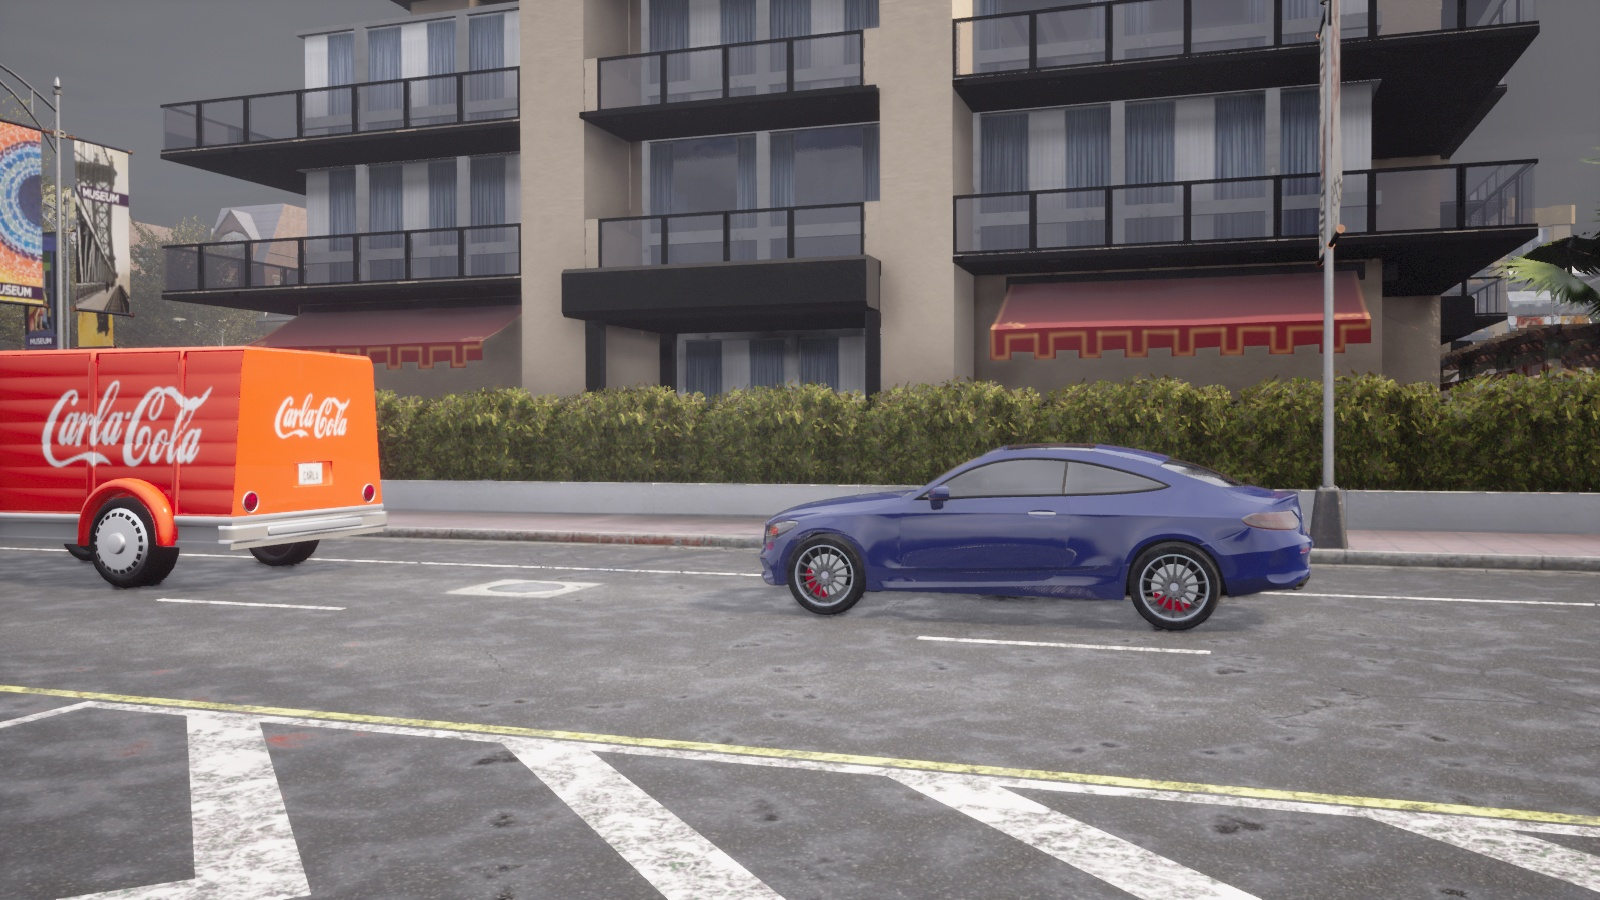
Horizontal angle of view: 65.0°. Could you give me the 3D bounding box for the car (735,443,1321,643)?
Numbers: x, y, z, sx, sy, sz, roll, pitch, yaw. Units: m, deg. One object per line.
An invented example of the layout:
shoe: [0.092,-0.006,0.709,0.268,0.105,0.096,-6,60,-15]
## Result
car: [1.945,0.684,10.949,4.674,1.442,1.812,1,1,18]

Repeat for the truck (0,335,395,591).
truck: [-7.581,0.085,14.149,5.204,2.467,2.627,1,1,19]
